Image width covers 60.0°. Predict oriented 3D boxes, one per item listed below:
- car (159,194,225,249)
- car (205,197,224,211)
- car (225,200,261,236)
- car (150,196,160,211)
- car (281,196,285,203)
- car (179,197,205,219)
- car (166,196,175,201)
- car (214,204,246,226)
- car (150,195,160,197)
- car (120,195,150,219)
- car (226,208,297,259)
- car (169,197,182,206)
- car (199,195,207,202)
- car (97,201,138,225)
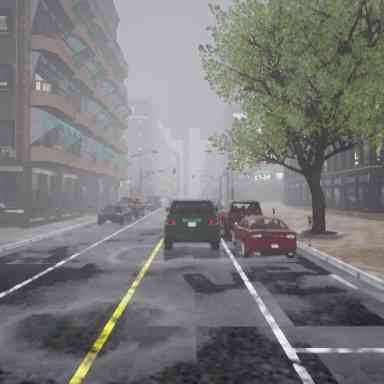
[{"bbox_3d":[0.000,1.260,14.682,2.150,2.045,5.566,0,0,0],"label":"car"},{"bbox_3d":[2.705,1.457,40.809,1.967,1.590,4.097,1,0,0],"label":"car"},{"bbox_3d":[2.613,1.318,18.199,2.192,1.841,5.009,1,0,0],"label":"car"},{"bbox_3d":[-5.443,1.582,40.862,1.947,1.339,4.313,1,0,0],"label":"car"},{"bbox_3d":[18.687,1.387,61.517,4.097,1.590,1.967,0,-1,1],"label":"car"},{"bbox_3d":[0.000,1.376,29.623,2.097,1.767,4.553,0,0,0],"label":"car"},{"bbox_3d":[-5.436,1.616,84.428,2.008,1.369,4.403,1,0,0],"label":"car"},{"bbox_3d":[2.644,1.587,23.851,1.802,1.307,4.206,1,0,0],"label":"car"},{"bbox_3d":[-5.440,1.336,46.509,2.192,1.841,5.009,1,0,0],"label":"car"},{"bbox_3d":[-5.440,1.323,29.570,2.192,1.841,5.009,1,0,0],"label":"car"},{"bbox_3d":[2.576,1.545,12.547,1.887,1.381,4.507,1,0,0],"label":"car"},{"bbox_3d":[-2.750,1.631,55.350,1.994,1.385,4.181,0,0,0],"label":"car"},{"bbox_3d":[2.704,1.587,81.973,1.752,1.417,4.829,1,0,0],"label":"car"},{"bbox_3d":[-5.443,1.571,23.923,1.947,1.339,4.313,1,0,0],"label":"car"}]
